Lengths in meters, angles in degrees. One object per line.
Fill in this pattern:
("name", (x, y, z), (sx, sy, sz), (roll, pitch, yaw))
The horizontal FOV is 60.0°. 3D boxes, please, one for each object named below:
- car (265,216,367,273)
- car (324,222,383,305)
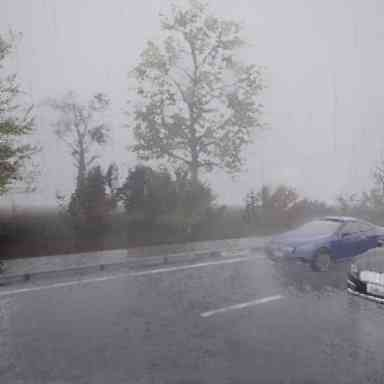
("car", (4.532, 1.544, 10.772), (4.674, 1.442, 1.812), (0, 0, -30))
("car", (5.446, 1.512, 7.243), (4.902, 1.511, 2.128), (0, 0, -30))
